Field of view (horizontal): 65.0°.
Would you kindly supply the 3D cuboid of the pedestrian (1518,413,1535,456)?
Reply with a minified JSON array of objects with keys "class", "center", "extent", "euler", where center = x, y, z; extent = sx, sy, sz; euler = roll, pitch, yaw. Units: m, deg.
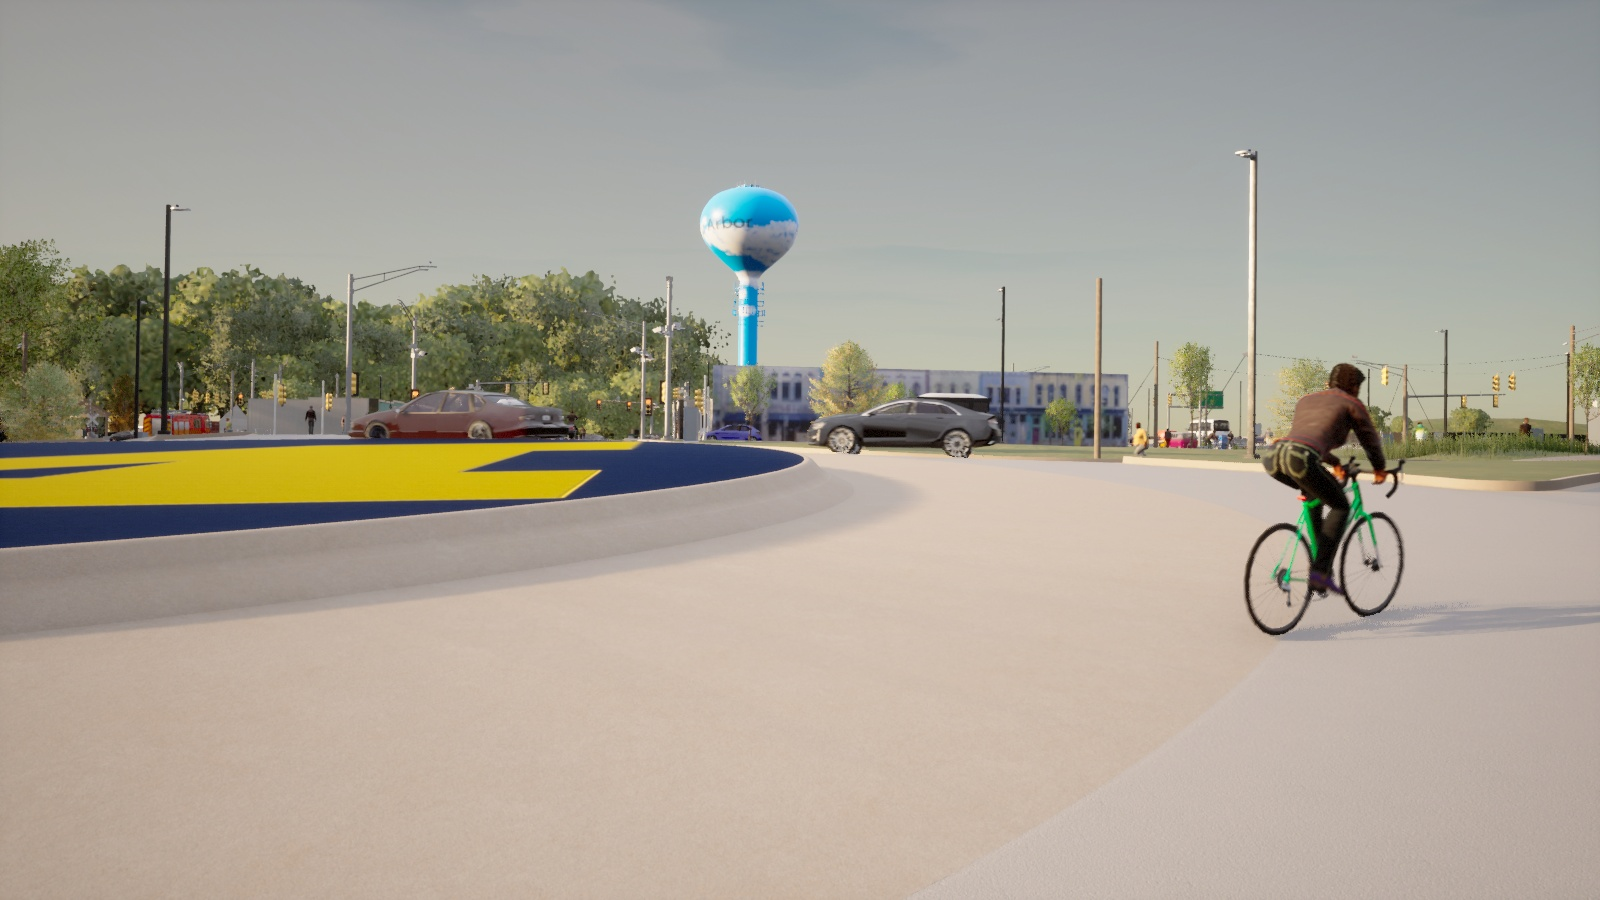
[{"class":"pedestrian","center":[31.142,-0.665,53.836],"extent":[0.431,1.840,0.703],"euler":[0,-1,9]}]

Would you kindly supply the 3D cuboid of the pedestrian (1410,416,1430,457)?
[{"class":"pedestrian","center":[30.154,-0.661,61.070],"extent":[0.659,1.952,0.873],"euler":[0,-1,10]}]

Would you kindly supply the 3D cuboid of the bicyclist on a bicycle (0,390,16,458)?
[{"class":"bicyclist on a bicycle","center":[-19.714,-0.603,29.923],"extent":[1.509,1.612,0.866],"euler":[-2,0,-13]}]

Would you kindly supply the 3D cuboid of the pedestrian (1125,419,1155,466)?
[{"class":"pedestrian","center":[13.528,-0.303,49.988],"extent":[0.900,1.855,0.874],"euler":[1,-1,-8]}]

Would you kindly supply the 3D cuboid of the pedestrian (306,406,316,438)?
[{"class":"pedestrian","center":[-29.118,-1.646,74.817],"extent":[0.376,1.854,0.720],"euler":[1,-1,-6]}]

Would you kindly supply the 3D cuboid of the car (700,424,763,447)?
[{"class":"car","center":[-4.739,-1.007,86.032],"extent":[4.193,1.474,1.816],"euler":[1,-1,-7]}]

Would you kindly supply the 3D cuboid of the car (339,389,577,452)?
[{"class":"car","center":[-8.140,-0.672,29.882],"extent":[5.357,1.411,2.033],"euler":[0,1,23]}]

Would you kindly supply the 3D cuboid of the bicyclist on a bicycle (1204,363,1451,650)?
[{"class":"bicyclist on a bicycle","center":[3.292,0.279,7.799],"extent":[1.656,1.620,0.582],"euler":[-3,4,-34]}]

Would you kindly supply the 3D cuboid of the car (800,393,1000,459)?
[{"class":"car","center":[2.618,-0.609,32.196],"extent":[4.902,1.511,2.128],"euler":[1,-1,9]}]
